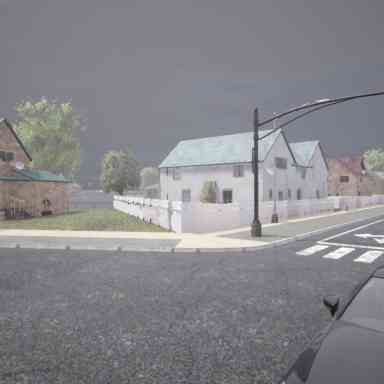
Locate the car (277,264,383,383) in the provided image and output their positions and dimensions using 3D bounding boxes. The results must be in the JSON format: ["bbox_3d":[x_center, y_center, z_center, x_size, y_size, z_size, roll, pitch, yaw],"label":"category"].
[{"bbox_3d":[2.542,1.524,3.432,1.812,1.442,4.674,0,0,42],"label":"car"}]
